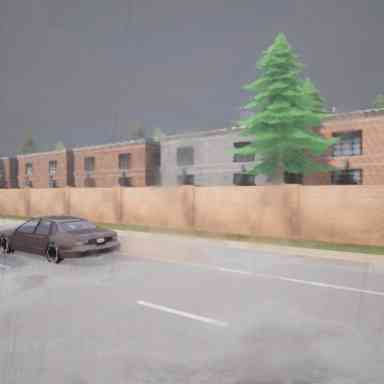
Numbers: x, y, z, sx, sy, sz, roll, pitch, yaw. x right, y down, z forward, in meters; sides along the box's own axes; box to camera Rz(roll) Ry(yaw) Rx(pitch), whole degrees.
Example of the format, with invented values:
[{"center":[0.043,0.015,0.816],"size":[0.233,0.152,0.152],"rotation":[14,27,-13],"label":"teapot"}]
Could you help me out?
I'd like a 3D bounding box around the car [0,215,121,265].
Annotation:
[{"center":[-4.893,1.547,11.774],"size":[5.357,1.411,2.033],"rotation":[0,0,35],"label":"car"}]
